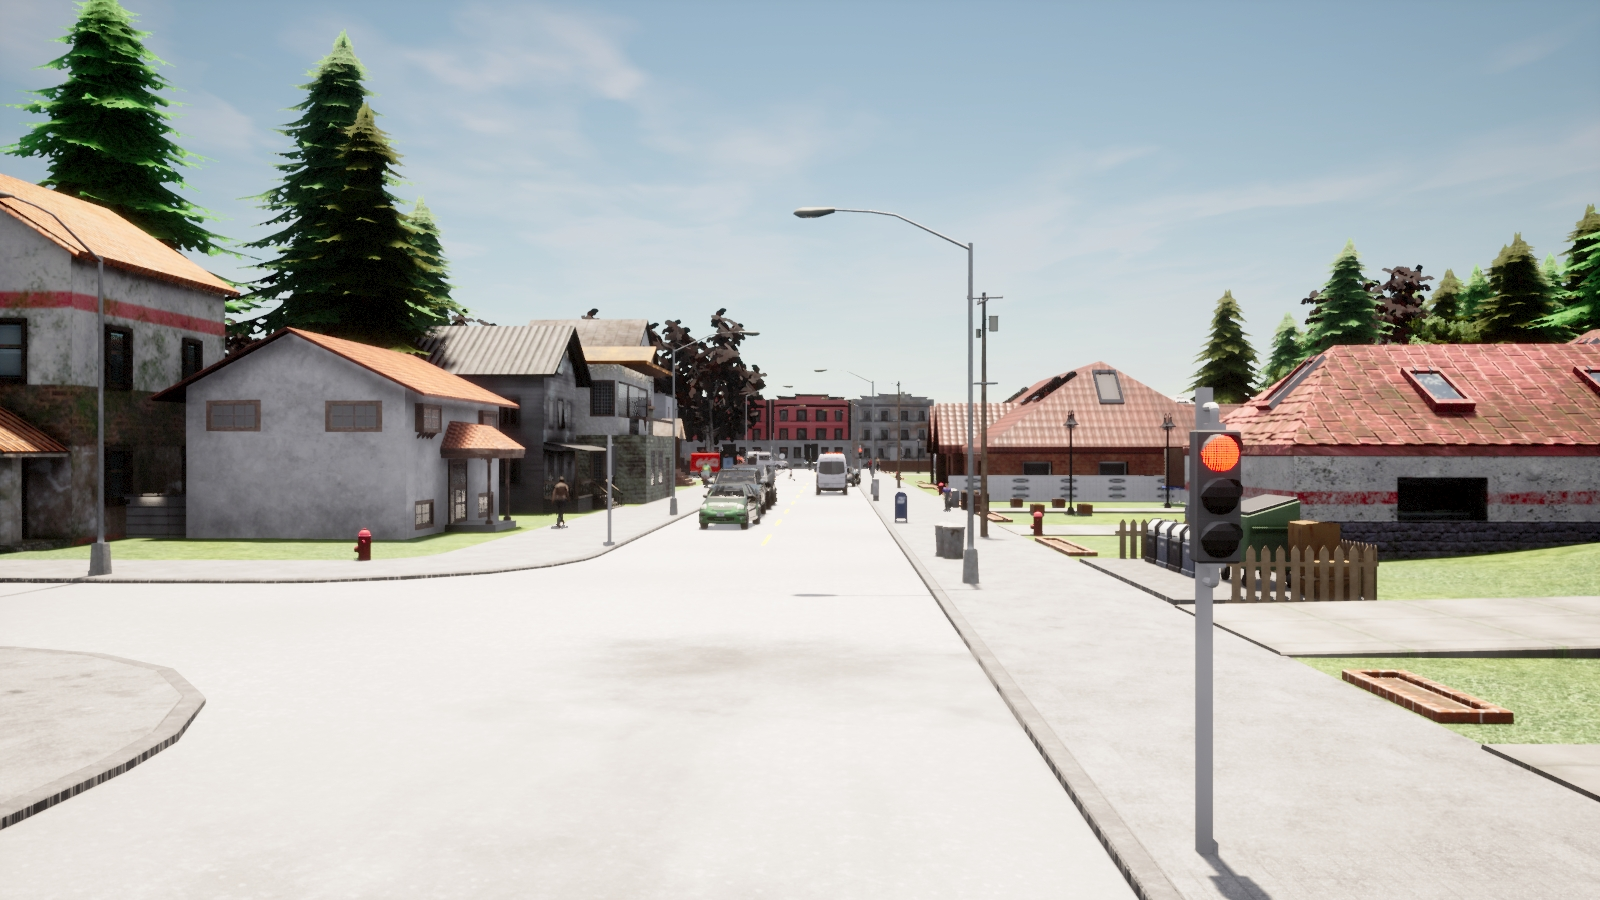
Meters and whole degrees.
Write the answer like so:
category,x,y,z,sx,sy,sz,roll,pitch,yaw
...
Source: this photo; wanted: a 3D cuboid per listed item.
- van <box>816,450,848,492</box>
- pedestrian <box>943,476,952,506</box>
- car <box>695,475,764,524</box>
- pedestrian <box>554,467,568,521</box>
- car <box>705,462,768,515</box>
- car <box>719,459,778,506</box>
category,x,y,z,sx,sy,sz,roll,pitch,yaw
van,2.035,1.315,73.194,1.988,2.561,5.915,0,0,2
pedestrian,6.430,1.803,49.844,0.375,1.300,0.375,0,0,1
car,-2.533,1.779,41.798,1.851,1.617,3.988,0,0,7
pedestrian,-8.267,1.525,39.501,0.375,1.860,0.375,0,0,1
car,-2.626,1.559,48.404,2.150,2.045,5.566,0,0,2
car,-2.451,1.534,55.813,2.390,2.098,6.274,0,0,2
